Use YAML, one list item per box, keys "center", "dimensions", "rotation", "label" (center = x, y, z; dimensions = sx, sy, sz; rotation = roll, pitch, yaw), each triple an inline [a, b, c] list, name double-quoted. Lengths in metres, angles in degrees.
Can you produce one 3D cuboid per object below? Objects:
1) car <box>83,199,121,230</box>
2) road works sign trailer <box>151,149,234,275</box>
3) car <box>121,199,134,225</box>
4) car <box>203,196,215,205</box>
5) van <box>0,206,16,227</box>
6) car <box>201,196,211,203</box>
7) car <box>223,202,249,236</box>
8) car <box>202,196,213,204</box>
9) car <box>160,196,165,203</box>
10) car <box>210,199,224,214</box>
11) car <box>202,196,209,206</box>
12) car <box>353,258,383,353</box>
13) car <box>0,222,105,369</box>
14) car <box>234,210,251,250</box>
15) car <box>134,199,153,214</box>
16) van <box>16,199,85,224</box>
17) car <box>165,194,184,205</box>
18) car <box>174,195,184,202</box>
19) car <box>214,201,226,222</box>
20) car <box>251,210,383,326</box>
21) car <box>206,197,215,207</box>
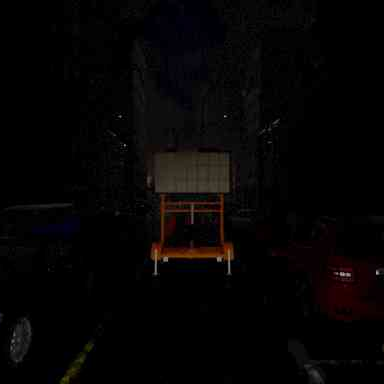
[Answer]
- center: [-5.669, 1.307, 18.175]
  dimensions: [2.192, 1.841, 5.009]
  rotation: [-1, 0, 0]
  label: "car"
- center: [0.011, 0.461, 10.400]
  dimensions: [2.380, 3.560, 2.880]
  rotation: [0, 0, 0]
  label: "road works sign trailer"
- center: [-5.664, 1.429, 23.760]
  dimensions: [1.967, 1.590, 4.097]
  rotation: [-1, 0, 0]
  label: "car"
- center: [2.903, 1.485, 57.439]
  dimensions: [1.752, 1.417, 4.829]
  rotation: [-1, 0, 0]
  label: "car"
- center: [-5.676, 1.339, 7.003]
  dimensions: [1.690, 1.788, 3.998]
  rotation: [-1, 0, 0]
  label: "van"
- center: [2.914, 1.527, 68.441]
  dimensions: [1.802, 1.307, 4.206]
  rotation: [-1, 0, 0]
  label: "car"
- center: [2.867, 1.517, 18.339]
  dimensions: [1.752, 1.417, 4.829]
  rotation: [-1, 0, 0]
  label: "car"
- center: [2.909, 1.518, 62.856]
  dimensions: [1.947, 1.339, 4.313]
  rotation: [-1, 0, 0]
  label: "car"
- center: [-5.631, 1.490, 68.446]
  dimensions: [1.887, 1.381, 4.507]
  rotation: [-1, 0, 0]
  label: "car"
- center: [2.878, 1.551, 29.340]
  dimensions: [1.947, 1.339, 4.313]
  rotation: [-1, 0, 0]
  label: "car"
- center: [2.898, 1.517, 51.684]
  dimensions: [2.008, 1.369, 4.403]
  rotation: [-1, 0, 0]
  label: "car"
- center: [2.852, 1.525, 1.581]
  dimensions: [1.752, 1.417, 4.829]
  rotation: [-1, 0, 0]
  label: "car"
- center: [-3.100, 1.524, 5.840]
  dimensions: [1.812, 1.442, 4.674]
  rotation: [0, 0, 0]
  label: "car"
- center: [2.863, 1.577, 12.582]
  dimensions: [1.802, 1.307, 4.206]
  rotation: [-1, 0, 0]
  label: "car"
- center: [-5.656, 1.421, 34.931]
  dimensions: [1.967, 1.590, 4.097]
  rotation: [-1, 0, 0]
  label: "car"
- center: [-5.672, 1.336, 12.589]
  dimensions: [1.690, 1.788, 3.998]
  rotation: [-1, 0, 0]
  label: "van"
- center: [-3.024, 1.181, 59.345]
  dimensions: [2.150, 2.045, 5.566]
  rotation: [0, 0, 0]
  label: "car"
- center: [-2.950, 1.407, 77.402]
  dimensions: [2.128, 1.511, 4.902]
  rotation: [0, 0, 0]
  label: "car"
- center: [2.873, 1.555, 23.754]
  dimensions: [1.947, 1.339, 4.313]
  rotation: [-1, 0, 0]
  label: "car"
- center: [2.854, 1.313, 6.997]
  dimensions: [2.192, 1.841, 5.009]
  rotation: [-1, 0, 0]
  label: "car"
- center: [2.883, 1.532, 34.926]
  dimensions: [2.008, 1.369, 4.403]
  rotation: [-1, 0, 0]
  label: "car"
